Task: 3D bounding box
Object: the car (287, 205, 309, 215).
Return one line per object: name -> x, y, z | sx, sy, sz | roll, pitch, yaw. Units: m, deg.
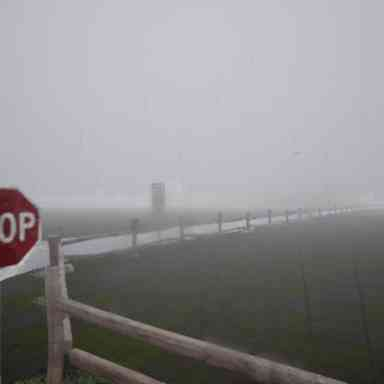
car -> 15.591, 2.620, 48.753 | 2.033, 1.411, 5.357 | -1, -2, 35
